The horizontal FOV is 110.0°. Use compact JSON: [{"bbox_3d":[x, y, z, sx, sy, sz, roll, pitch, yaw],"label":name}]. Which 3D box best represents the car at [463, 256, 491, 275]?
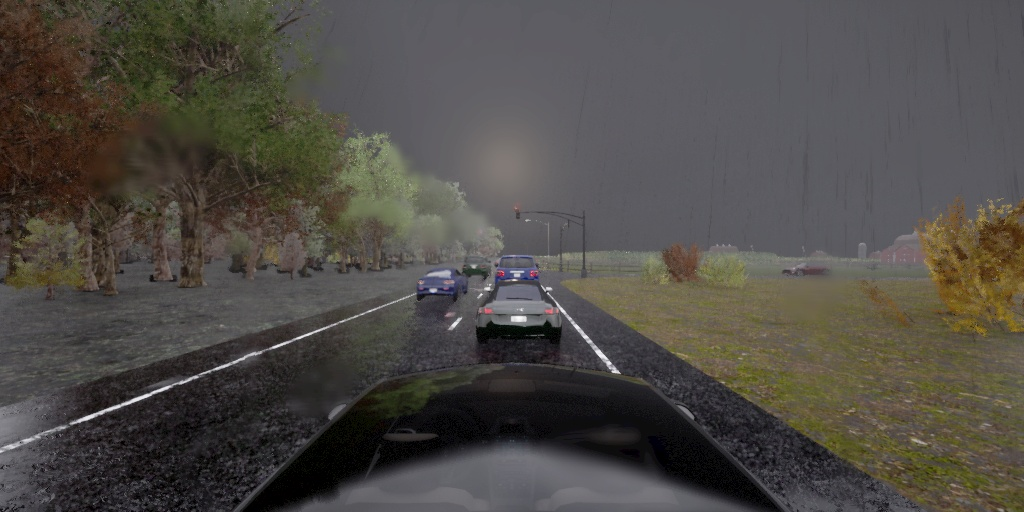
[{"bbox_3d":[-3.116,0.981,32.143,2.150,2.045,5.566,0,0,1],"label":"car"}]

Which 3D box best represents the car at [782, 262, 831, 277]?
[{"bbox_3d":[34.238,1.530,41.820,4.553,1.767,2.097,1,-1,1],"label":"car"}]

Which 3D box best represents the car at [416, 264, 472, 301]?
[{"bbox_3d":[-3.258,1.280,17.251,1.812,1.442,4.674,0,0,1],"label":"car"}]

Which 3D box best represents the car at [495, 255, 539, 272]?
[{"bbox_3d":[0.263,0.976,19.085,2.150,2.045,5.566,0,0,1],"label":"car"}]

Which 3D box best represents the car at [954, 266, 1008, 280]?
[{"bbox_3d":[49.441,1.849,37.981,4.181,1.385,1.994,1,-1,2],"label":"car"}]

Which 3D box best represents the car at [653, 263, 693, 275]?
[{"bbox_3d":[18.610,1.512,42.052,4.892,1.490,1.837,1,-1,1],"label":"car"}]

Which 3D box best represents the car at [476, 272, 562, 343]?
[{"bbox_3d":[0.169,1.316,9.672,1.994,1.385,4.181,0,0,1],"label":"car"}]
